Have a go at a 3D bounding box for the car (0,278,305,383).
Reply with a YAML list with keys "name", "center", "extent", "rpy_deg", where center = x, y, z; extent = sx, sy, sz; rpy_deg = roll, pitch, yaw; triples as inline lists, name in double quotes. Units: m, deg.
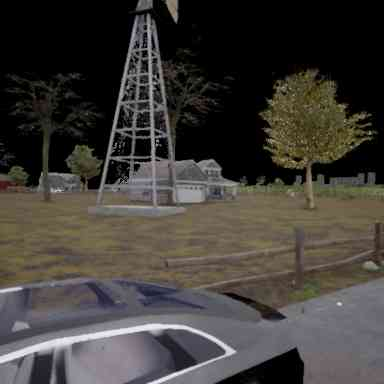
- name: "car"
  center: [-1.320, 1.490, 2.182]
  extent: [4.902, 1.511, 2.128]
  rpy_deg: [0, 0, -34]
